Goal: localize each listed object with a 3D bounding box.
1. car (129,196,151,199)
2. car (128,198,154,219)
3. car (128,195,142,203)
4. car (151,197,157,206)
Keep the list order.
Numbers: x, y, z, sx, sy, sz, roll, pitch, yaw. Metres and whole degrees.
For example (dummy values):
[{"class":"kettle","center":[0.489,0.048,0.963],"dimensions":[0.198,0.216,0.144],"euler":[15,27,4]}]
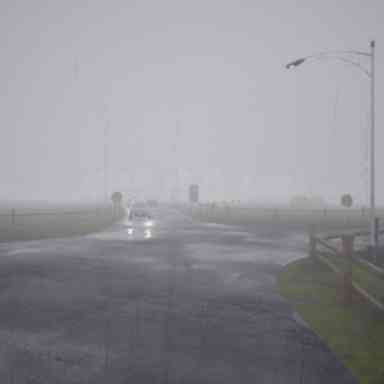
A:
[{"class":"car","center":[-6.544,1.591,41.140],"dimensions":[1.882,1.535,5.008],"euler":[0,0,-11]},{"class":"car","center":[-4.662,1.601,29.995],"dimensions":[1.837,1.490,4.892],"euler":[0,0,-9]},{"class":"car","center":[-12.493,1.465,72.836],"dimensions":[2.097,1.767,4.553],"euler":[0,0,-21]},{"class":"car","center":[-7.121,1.602,56.369],"dimensions":[1.882,1.535,5.008],"euler":[0,0,-15]}]
